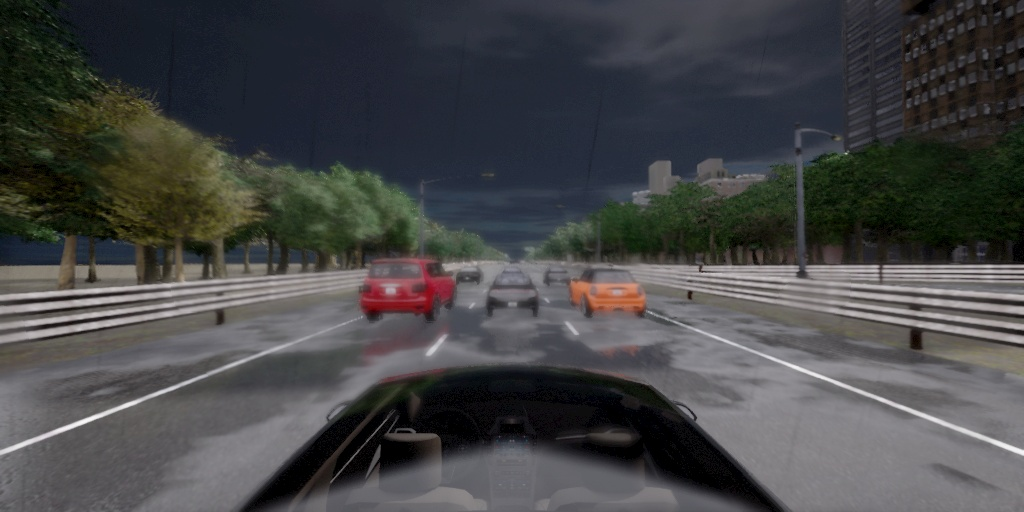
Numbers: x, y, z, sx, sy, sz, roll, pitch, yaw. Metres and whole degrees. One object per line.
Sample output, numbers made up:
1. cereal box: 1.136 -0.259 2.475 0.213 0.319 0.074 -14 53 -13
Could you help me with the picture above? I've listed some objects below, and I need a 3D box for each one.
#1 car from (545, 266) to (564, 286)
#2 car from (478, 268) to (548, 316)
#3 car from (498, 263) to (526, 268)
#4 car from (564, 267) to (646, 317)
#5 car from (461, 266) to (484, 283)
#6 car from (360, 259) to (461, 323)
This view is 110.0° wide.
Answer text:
1. car: 3.535 1.588 29.181 2.128 1.511 4.902 0 -1 0
2. car: 0.039 1.405 14.183 2.128 1.511 4.902 0 -1 0
3. car: 0.034 1.587 29.165 2.128 1.511 4.902 0 -1 1
4. car: 3.540 1.263 14.107 2.097 1.767 4.553 0 -1 0
5. car: -3.454 1.584 30.328 1.882 1.535 5.008 0 0 1
6. car: -3.471 1.120 13.006 2.150 2.045 5.566 0 -1 0
